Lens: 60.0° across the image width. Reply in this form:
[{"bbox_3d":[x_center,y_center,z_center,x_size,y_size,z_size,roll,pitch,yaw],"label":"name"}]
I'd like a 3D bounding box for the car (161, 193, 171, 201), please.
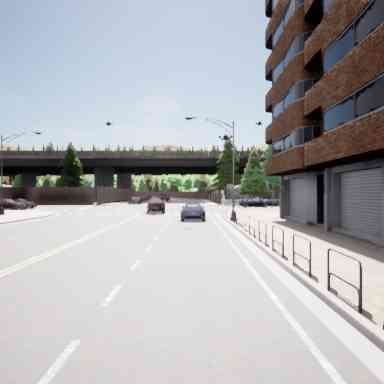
[{"bbox_3d":[-6.998,1.324,82.530,2.150,2.045,5.566,0,0,0],"label":"car"}]

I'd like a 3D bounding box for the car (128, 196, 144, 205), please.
[{"bbox_3d":[-10.554,1.600,62.256,1.812,1.442,4.674,0,0,0],"label":"car"}]

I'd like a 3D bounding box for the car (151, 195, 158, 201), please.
[{"bbox_3d":[-10.619,1.636,94.349,1.812,1.442,4.674,0,0,-3],"label":"car"}]

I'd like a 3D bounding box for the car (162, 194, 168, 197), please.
[{"bbox_3d":[-6.998,1.626,72.082,2.033,1.411,5.357,0,0,0],"label":"car"}]

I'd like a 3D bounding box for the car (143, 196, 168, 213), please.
[{"bbox_3d":[-4.195,1.518,37.465,1.882,1.535,5.008,1,0,-10],"label":"car"}]

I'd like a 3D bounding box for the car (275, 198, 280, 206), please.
[{"bbox_3d":[13.812,1.553,51.117,5.357,1.411,2.033,0,0,2],"label":"car"}]

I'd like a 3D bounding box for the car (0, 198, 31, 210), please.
[{"bbox_3d":[-22.695,1.519,40.581,4.674,1.442,1.812,0,0,0],"label":"car"}]

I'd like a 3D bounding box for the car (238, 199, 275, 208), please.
[{"bbox_3d":[9.041,1.602,47.810,4.718,1.301,1.895,0,0,1],"label":"car"}]

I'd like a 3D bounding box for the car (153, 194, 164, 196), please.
[{"bbox_3d":[-7.056,1.639,62.853,1.994,1.385,4.181,0,0,0],"label":"car"}]

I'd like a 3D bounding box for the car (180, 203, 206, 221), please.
[{"bbox_3d":[0.085,1.596,27.220,1.994,1.385,4.181,0,0,0],"label":"car"}]

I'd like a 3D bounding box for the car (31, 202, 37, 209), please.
[{"bbox_3d":[-22.904,1.561,44.080,4.181,1.385,1.994,0,0,0],"label":"car"}]

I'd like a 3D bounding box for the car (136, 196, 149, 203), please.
[{"bbox_3d":[-10.498,1.637,70.804,1.994,1.385,4.181,0,0,0],"label":"car"}]

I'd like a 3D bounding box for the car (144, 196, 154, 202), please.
[{"bbox_3d":[-10.498,1.621,81.032,1.812,1.442,4.674,0,0,0],"label":"car"}]
